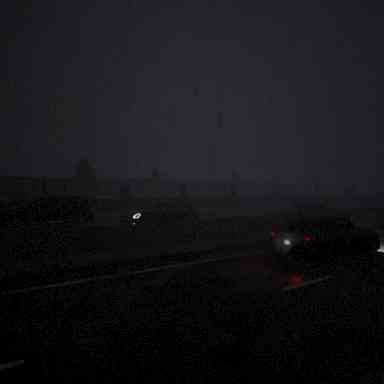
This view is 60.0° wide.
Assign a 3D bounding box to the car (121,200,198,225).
[{"bbox_3d":[-1.901,1.291,19.786,4.553,1.767,2.097,-1,0,-35],"label":"car"}]

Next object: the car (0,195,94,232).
[{"bbox_3d":[-8.562,1.207,19.378,5.566,2.045,2.150,-1,0,-36],"label":"car"}]

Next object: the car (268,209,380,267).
[{"bbox_3d":[4.531,1.491,11.291,4.181,1.385,1.994,-1,0,-35],"label":"car"}]

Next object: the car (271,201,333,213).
[{"bbox_3d":[7.250,1.361,21.828,4.902,1.511,2.128,-1,0,-33],"label":"car"}]
